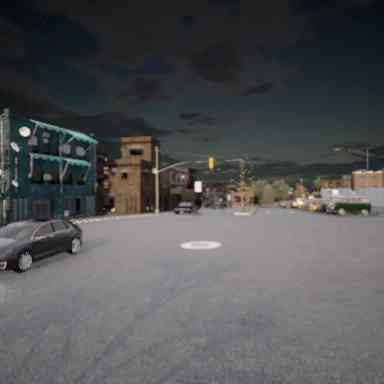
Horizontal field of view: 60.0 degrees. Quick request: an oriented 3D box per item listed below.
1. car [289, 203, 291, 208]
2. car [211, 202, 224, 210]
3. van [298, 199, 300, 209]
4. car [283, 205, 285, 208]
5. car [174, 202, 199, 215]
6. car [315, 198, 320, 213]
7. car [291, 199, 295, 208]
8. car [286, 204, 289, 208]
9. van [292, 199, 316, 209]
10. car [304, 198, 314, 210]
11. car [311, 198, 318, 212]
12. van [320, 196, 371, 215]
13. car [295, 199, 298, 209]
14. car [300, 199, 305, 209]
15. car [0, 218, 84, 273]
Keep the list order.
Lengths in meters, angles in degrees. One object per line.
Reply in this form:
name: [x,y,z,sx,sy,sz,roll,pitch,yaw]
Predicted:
car: [23.053,2.390,66.787,5.566,2.045,2.435,1,-2,-8]
car: [4.912,2.601,62.964,2.033,1.411,5.357,-1,-2,12]
van: [20.481,2.036,55.102,4.442,1.987,1.878,1,-1,-8]
car: [27.268,3.504,87.150,5.008,1.535,2.097,1,-3,-8]
car: [-0.524,1.800,36.827,2.033,1.411,5.357,-1,-2,12]
car: [16.941,1.752,37.634,4.674,1.452,2.002,1,-2,-8]
car: [22.421,2.543,63.856,5.008,1.535,2.097,1,-2,-8]
car: [24.213,2.607,72.594,5.566,2.045,2.435,1,-2,-8]
van: [23.519,2.520,69.672,4.442,1.987,1.878,1,-2,-8]
car: [17.978,1.890,43.430,5.366,1.575,1.946,1,-1,-8]
car: [17.555,1.844,40.542,4.674,1.452,2.002,1,-1,-8]
van: [16.224,1.392,34.704,4.442,1.987,1.878,1,-1,-8]
car: [21.383,2.355,58.062,5.366,1.575,1.946,1,-2,-8]
car: [20.017,2.046,52.208,4.553,1.767,2.185,1,-1,-8]
car: [-5.720,1.751,11.862,1.837,1.490,4.892,-1,0,12]
